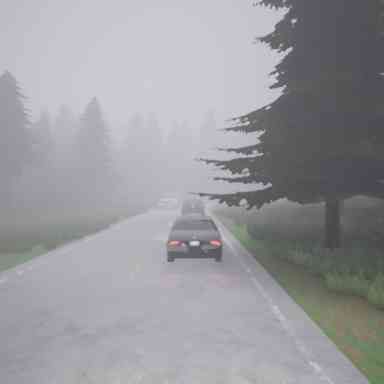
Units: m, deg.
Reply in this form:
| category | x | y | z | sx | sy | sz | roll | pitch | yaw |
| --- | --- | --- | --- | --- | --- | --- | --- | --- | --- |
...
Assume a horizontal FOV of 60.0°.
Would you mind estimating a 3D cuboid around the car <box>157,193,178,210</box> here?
| category | x | y | z | sx | sy | sz | roll | pitch | yaw |
| --- | --- | --- | --- | --- | --- | --- | --- | --- | --- |
| car | -3.147 | 1.212 | 44.005 | 2.150 | 2.045 | 5.566 | 0 | 0 | 4 |

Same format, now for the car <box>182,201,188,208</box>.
| category | x | y | z | sx | sy | sz | roll | pitch | yaw |
| --- | --- | --- | --- | --- | --- | --- | --- | --- | --- |
| car | 0.095 | 1.344 | 32.016 | 2.097 | 1.767 | 4.553 | 0 | 0 | 0 |

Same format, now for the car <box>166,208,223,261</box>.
| category | x | y | z | sx | sy | sz | roll | pitch | yaw |
| --- | --- | --- | --- | --- | --- | --- | --- | --- | --- |
| car | 0.086 | 1.545 | 12.198 | 2.033 | 1.411 | 5.357 | 0 | 0 | 0 |
